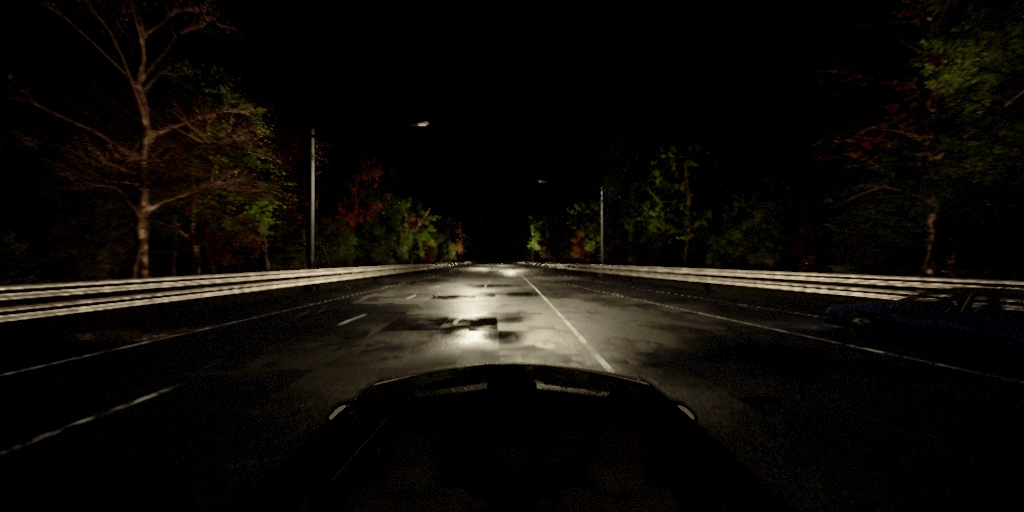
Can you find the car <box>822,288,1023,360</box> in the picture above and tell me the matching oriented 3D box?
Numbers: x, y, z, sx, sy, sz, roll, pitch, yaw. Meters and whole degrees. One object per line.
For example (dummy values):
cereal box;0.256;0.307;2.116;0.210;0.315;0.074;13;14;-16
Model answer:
car;9.865;1.372;7.480;2.033;1.411;5.357;0;0;-10
